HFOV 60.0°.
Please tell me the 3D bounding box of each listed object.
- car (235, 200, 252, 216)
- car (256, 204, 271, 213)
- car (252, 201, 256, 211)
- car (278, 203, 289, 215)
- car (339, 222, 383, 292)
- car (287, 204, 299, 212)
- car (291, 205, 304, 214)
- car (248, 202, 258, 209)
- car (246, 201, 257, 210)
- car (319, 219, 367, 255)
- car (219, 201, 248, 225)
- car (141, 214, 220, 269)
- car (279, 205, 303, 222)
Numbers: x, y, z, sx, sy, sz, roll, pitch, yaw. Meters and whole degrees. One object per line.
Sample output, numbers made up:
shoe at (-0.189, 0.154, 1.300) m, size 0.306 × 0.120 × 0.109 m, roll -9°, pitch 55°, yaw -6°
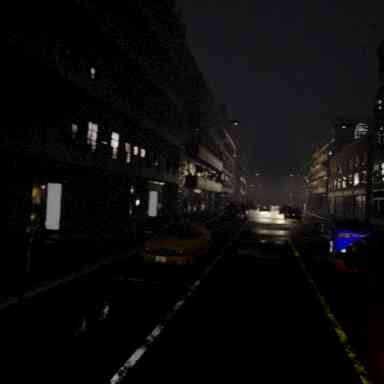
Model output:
car at (4.627, 1.895, 33.930) m, size 2.192 × 1.841 × 5.009 m, roll 3°, pitch -1°, yaw 13°
car at (12.149, 2.724, 55.310) m, size 2.033 × 1.411 × 5.357 m, roll 3°, pitch -1°, yaw 13°
car at (10.777, 2.482, 61.426) m, size 2.192 × 1.841 × 5.009 m, roll 3°, pitch -1°, yaw 13°
car at (13.918, 2.735, 49.485) m, size 1.812 × 1.442 × 4.674 m, roll 3°, pitch -1°, yaw 13°
car at (5.882, 1.927, 9.736) m, size 1.812 × 1.442 × 4.674 m, roll 3°, pitch -1°, yaw 12°
car at (21.391, 3.344, 70.583) m, size 1.887 × 1.381 × 4.507 m, roll 3°, pitch -1°, yaw 13°
car at (18.969, 3.094, 59.751) m, size 1.752 × 1.417 × 4.829 m, roll 3°, pitch -1°, yaw 13°
car at (13.225, 2.946, 72.423) m, size 1.887 × 1.381 × 4.507 m, roll 3°, pitch -1°, yaw 13°
car at (12.000, 2.724, 66.924) m, size 1.967 × 1.590 × 4.097 m, roll 3°, pitch -1°, yaw 13°
car at (7.258, 2.008, 15.581) m, size 1.882 × 1.535 × 5.008 m, roll 3°, pitch -1°, yaw 13°
car at (3.390, 1.902, 28.430) m, size 1.967 × 1.590 × 4.097 m, roll 3°, pitch -1°, yaw 13°
car at (-0.342, 1.629, 11.764) m, size 1.752 × 1.417 × 4.829 m, roll 3°, pitch -1°, yaw 13°
car at (11.135, 2.490, 36.951) m, size 2.033 × 1.411 × 5.357 m, roll 3°, pitch -1°, yaw 13°
